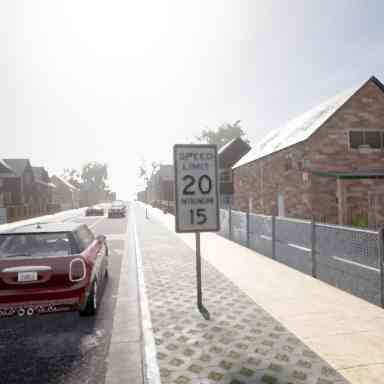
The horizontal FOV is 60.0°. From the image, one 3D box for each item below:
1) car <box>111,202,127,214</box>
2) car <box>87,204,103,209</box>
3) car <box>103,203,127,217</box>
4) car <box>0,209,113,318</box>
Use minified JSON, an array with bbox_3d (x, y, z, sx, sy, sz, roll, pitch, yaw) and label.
[{"bbox_3d":[-10.469,2.260,48.095,2.033,1.411,5.357,-1,-1,-10],"label":"car"},{"bbox_3d":[-12.129,2.235,41.861,1.994,1.385,4.181,-1,-1,-10],"label":"car"},{"bbox_3d":[-8.602,2.098,38.125,2.033,1.411,5.357,-1,-1,-10],"label":"car"},{"bbox_3d":[-3.118,1.456,7.632,2.097,1.767,4.553,-1,-1,-10],"label":"car"}]
